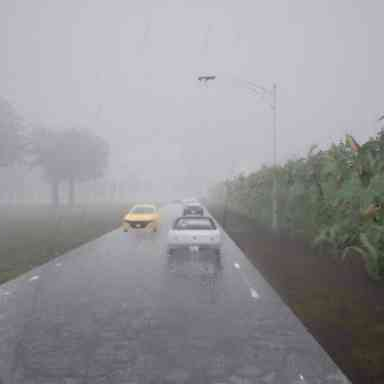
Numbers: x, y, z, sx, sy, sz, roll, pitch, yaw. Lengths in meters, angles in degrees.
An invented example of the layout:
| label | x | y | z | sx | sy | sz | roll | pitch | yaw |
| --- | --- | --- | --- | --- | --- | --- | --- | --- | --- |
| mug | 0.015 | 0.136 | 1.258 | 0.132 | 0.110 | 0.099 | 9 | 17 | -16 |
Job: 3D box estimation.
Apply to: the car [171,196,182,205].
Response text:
| label | x | y | z | sx | sy | sz | roll | pitch | yaw |
| --- | --- | --- | --- | --- | --- | --- | --- | --- | --- |
| car | -2.749 | 1.466 | 62.796 | 2.097 | 1.767 | 4.553 | 0 | 0 | 1 |

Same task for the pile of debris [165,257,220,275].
| label | x | y | z | sx | sy | sz | roll | pitch | yaw |
| --- | --- | --- | --- | --- | --- | --- | --- | --- | --- |
| pile of debris | 0.005 | 2.187 | 9.986 | 1.500 | 0.140 | 1.860 | 0 | 0 | 0 |

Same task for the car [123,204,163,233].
| label | x | y | z | sx | sy | sz | roll | pitch | yaw |
| --- | --- | --- | --- | --- | --- | --- | --- | --- | --- |
| car | -2.840 | 1.501 | 20.084 | 1.882 | 1.535 | 5.008 | 0 | 0 | 0 |

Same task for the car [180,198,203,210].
| label | x | y | z | sx | sy | sz | roll | pitch | yaw |
| --- | --- | --- | --- | --- | --- | --- | --- | --- | --- |
| car | 0.114 | 1.567 | 31.242 | 1.812 | 1.442 | 4.674 | 0 | 0 | 0 |

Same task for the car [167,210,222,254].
| label | x | y | z | sx | sy | sz | roll | pitch | yaw |
| --- | --- | --- | --- | --- | --- | --- | --- | --- | --- |
| car | 0.095 | 1.616 | 13.475 | 1.895 | 1.301 | 4.718 | 0 | 0 | 0 |
